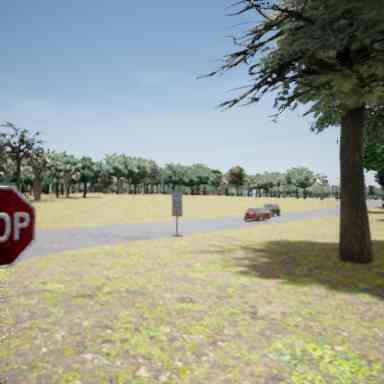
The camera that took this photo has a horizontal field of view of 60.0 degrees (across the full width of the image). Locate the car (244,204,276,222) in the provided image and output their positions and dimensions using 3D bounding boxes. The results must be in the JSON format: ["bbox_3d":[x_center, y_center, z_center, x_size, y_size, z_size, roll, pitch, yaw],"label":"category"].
[{"bbox_3d":[8.421,2.737,42.158,2.097,1.767,4.553,0,-2,35],"label":"car"}]

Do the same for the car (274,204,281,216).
[{"bbox_3d":[12.643,2.938,54.308,2.150,2.045,5.566,0,-1,35],"label":"car"}]
